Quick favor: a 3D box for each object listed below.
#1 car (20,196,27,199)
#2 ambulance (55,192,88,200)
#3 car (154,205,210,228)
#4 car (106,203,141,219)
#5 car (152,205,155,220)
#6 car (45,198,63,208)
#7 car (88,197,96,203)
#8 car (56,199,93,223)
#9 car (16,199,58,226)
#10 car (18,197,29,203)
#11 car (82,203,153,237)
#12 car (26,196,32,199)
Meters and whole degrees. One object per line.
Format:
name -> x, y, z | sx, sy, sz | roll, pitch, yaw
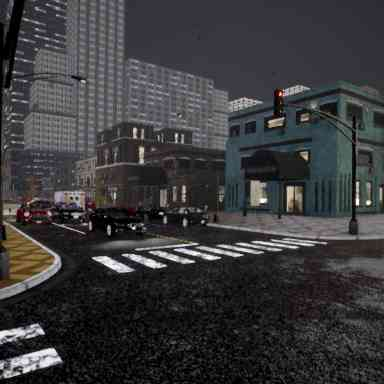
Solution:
car -> -39.125, 1.789, 78.914 | 2.192, 1.841, 5.009 | 1, -1, -35
ambulance -> -14.538, 1.237, 38.710 | 2.351, 2.431, 6.366 | 1, -1, -35
car -> -0.526, 1.701, 23.413 | 2.008, 1.369, 4.403 | 1, -1, -35
car -> -6.768, 1.784, 32.424 | 1.802, 1.307, 4.206 | 1, -1, -35
car -> -3.647, 1.742, 27.919 | 1.947, 1.339, 4.313 | 1, -1, -35
car -> -23.322, 1.778, 56.097 | 1.967, 1.590, 4.097 | 1, -1, -35
car -> -13.770, 1.574, 42.458 | 2.192, 1.841, 5.009 | 1, -1, -35
car -> -9.971, 1.592, 26.664 | 2.128, 1.511, 4.902 | 1, -1, -35
car -> -11.351, 1.492, 23.872 | 1.967, 1.590, 4.097 | 1, -1, -35
car -> -42.287, 2.052, 83.475 | 2.008, 1.369, 4.403 | 1, -1, -35
car -> -4.277, 1.558, 18.432 | 1.837, 1.490, 4.892 | 1, -1, -35
car -> -32.901, 1.945, 69.925 | 1.752, 1.417, 4.829 | 1, -1, -35
